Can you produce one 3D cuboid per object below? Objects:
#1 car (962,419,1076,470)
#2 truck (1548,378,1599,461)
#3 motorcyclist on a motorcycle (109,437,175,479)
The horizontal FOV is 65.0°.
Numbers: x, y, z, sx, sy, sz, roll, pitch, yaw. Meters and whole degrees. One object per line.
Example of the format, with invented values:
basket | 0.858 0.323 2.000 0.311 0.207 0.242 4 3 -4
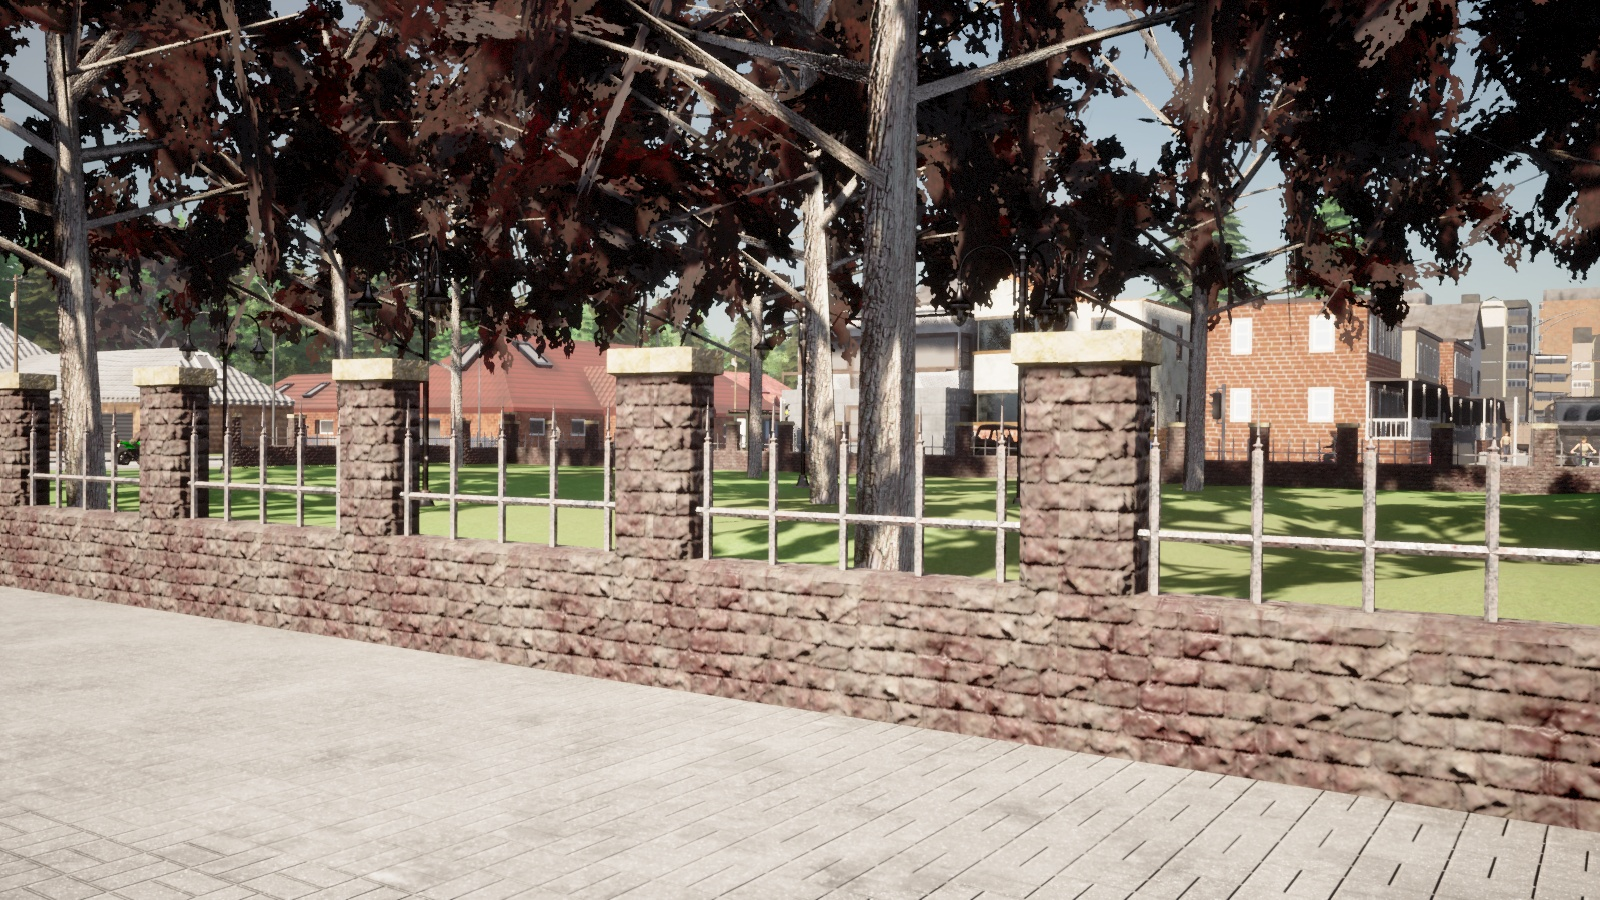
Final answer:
car | 8.383 -0.206 48.138 3.866 1.878 1.905 0 1 32
truck | 35.258 -1.334 55.960 2.891 3.462 7.936 0 1 34
motorcyclist on a motorcycle | -24.805 0.291 47.363 0.797 1.523 2.044 0 1 32
